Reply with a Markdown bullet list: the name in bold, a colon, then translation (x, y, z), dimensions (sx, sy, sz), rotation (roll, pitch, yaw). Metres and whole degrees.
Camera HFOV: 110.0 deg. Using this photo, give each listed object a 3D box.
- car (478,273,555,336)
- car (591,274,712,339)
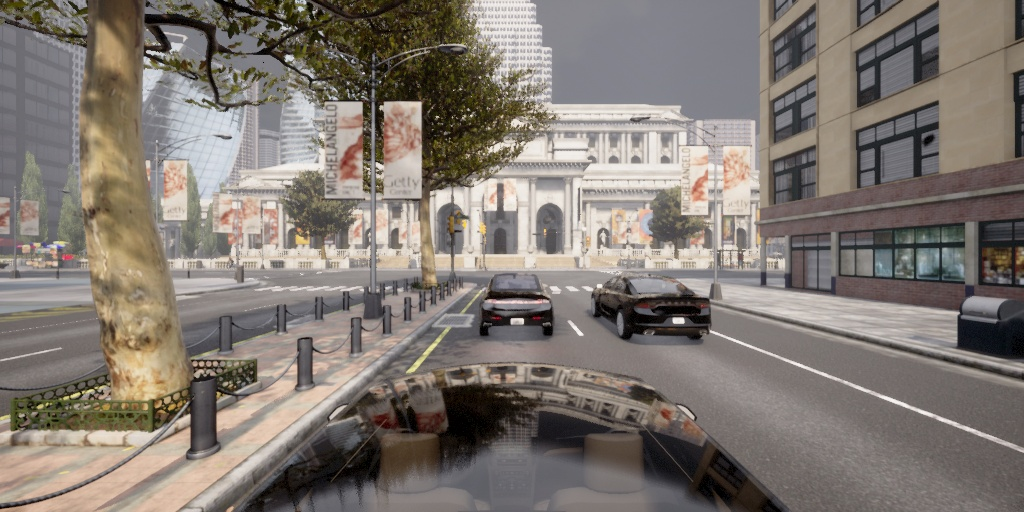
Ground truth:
- **car**: translation (0.080, 1.241, 10.376), dimensions (2.128, 1.511, 4.902), rotation (0, 0, -1)
- **car**: translation (3.565, 1.227, 10.109), dimensions (1.882, 1.535, 5.008), rotation (0, 0, 0)
